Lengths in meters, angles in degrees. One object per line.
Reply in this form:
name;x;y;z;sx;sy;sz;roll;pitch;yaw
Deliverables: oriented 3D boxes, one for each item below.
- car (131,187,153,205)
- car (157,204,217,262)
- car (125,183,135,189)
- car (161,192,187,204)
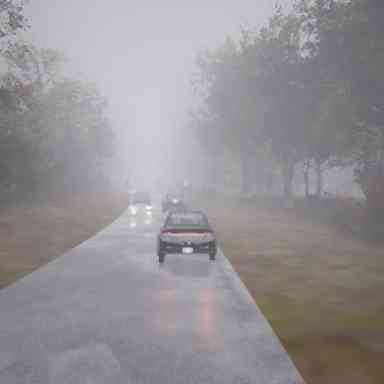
car;-5.319;0.563;35.430;1.837;1.490;4.892;1;3;-8
car;-0.229;1.409;11.875;2.128;1.511;4.902;0;1;-3
car;-14.187;-1.337;75.928;1.882;1.535;5.008;1;2;-17
car;-1.623;0.740;29.521;2.097;1.767;4.553;0;2;-6
